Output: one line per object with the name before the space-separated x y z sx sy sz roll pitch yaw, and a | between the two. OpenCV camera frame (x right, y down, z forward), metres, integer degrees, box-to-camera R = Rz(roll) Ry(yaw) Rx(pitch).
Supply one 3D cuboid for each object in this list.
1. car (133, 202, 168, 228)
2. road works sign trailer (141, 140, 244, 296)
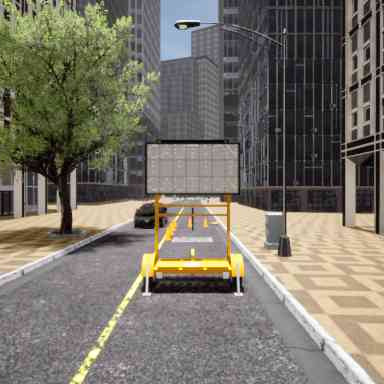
car | -2.703 1.482 22.525 1.882 1.535 5.008 0 0 0
road works sign trailer | 0.018 0.464 8.620 2.380 3.560 2.880 0 0 0
